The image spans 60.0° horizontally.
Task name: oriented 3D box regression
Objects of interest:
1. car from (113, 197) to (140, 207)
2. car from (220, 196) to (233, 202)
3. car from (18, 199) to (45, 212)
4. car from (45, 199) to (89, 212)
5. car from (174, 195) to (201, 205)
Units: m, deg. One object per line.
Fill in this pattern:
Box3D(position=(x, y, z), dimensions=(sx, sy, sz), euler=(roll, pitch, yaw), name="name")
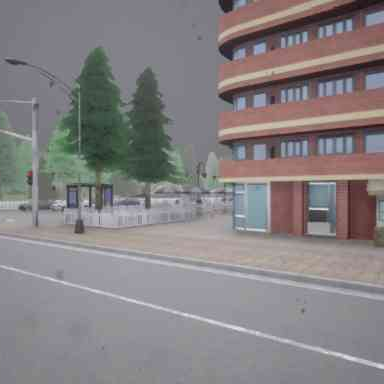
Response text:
Box3D(position=(-9.757, 1.464, 48.749), dimensions=(1.812, 1.442, 4.674), euler=(0, 0, 39), name="car")
Box3D(position=(7.336, 1.464, 63.283), dimensions=(4.674, 1.442, 1.812), euler=(0, 0, -27), name="car")
Box3D(position=(-17.526, 1.501, 38.123), dimensions=(1.994, 1.385, 4.181), euler=(0, 0, 36), name="car")
Box3D(position=(-13.608, 1.464, 37.610), dimensions=(1.812, 1.442, 4.674), euler=(0, 0, 36), name="car")
Box3D(position=(-0.664, 1.290, 53.573), dimensions=(4.553, 1.767, 2.097), euler=(0, 0, -40), name="car")
